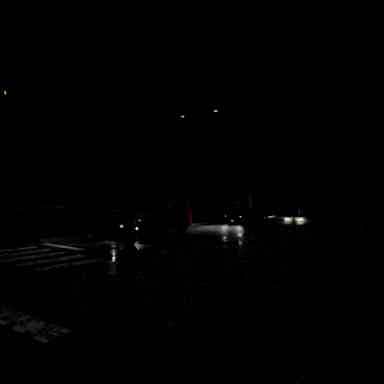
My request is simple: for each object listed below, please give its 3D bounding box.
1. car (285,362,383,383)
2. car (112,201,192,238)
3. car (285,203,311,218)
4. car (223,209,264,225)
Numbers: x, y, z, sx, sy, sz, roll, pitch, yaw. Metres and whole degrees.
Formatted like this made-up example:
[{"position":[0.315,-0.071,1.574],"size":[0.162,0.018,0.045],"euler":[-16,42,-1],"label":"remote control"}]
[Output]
[{"position":[2.352,1.551,1.274],"size":[4.403,1.369,2.008],"euler":[0,0,36],"label":"car"},{"position":[-2.213,1.564,20.279],"size":[2.150,2.045,5.566],"euler":[0,-1,35],"label":"car"},{"position":[13.507,2.257,42.301],"size":[2.097,1.767,4.553],"euler":[0,-1,36],"label":"car"},{"position":[4.694,2.187,29.981],"size":[1.895,1.301,4.718],"euler":[0,-1,35],"label":"car"}]
